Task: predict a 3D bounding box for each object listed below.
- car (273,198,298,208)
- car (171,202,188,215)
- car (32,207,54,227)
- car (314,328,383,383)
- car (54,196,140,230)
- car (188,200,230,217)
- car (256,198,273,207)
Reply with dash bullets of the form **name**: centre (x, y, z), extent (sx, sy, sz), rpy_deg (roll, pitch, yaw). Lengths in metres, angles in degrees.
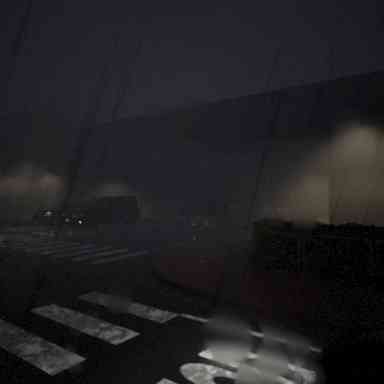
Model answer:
- **car**: centre (14.705, 1.606, 50.994), extent (2.128, 1.511, 4.902), rpy_deg (0, 0, 36)
- **car**: centre (-0.227, 1.738, 36.292), extent (1.895, 1.301, 4.718), rpy_deg (0, 0, 36)
- **car**: centre (-9.062, 1.492, 24.044), extent (2.097, 1.767, 4.553), rpy_deg (0, 0, 37)
- **car**: centre (3.089, 1.515, 1.787), extent (4.674, 1.442, 1.812), rpy_deg (0, 0, 36)
- **car**: centre (-5.921, 1.332, 22.323), extent (2.150, 2.045, 5.566), rpy_deg (0, 0, 36)
- **car**: centre (2.061, 1.619, 33.476), extent (1.837, 1.490, 4.892), rpy_deg (0, 0, 36)
- **car**: centre (12.219, 1.684, 53.523), extent (2.033, 1.411, 5.357), rpy_deg (0, 0, 36)
